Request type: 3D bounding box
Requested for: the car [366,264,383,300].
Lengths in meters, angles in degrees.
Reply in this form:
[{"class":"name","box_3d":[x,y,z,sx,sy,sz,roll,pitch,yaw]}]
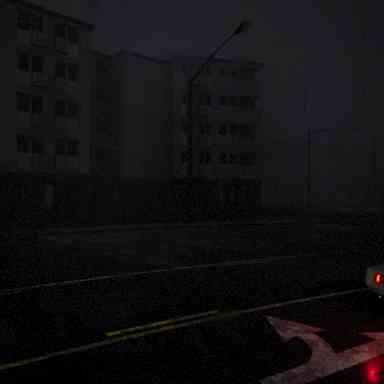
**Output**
[{"class":"car","box_3d":[5.723,1.601,6.303,4.718,1.301,1.895,0,0,-23]}]
